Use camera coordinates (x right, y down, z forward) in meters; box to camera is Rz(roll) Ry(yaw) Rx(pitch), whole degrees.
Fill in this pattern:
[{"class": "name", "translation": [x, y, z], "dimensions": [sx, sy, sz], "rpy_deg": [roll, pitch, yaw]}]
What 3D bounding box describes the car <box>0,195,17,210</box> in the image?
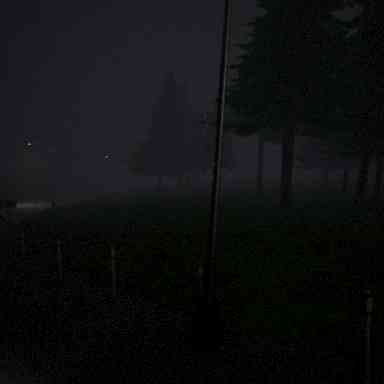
[{"class": "car", "translation": [-20.637, 1.080, 35.902], "dimensions": [2.128, 1.511, 4.902], "rpy_deg": [3, 2, -5]}]
